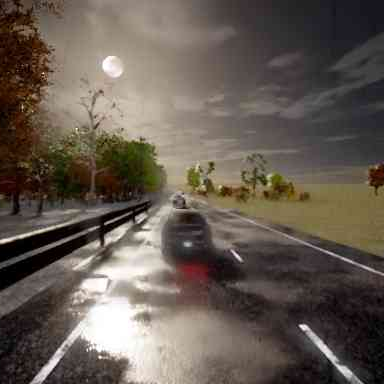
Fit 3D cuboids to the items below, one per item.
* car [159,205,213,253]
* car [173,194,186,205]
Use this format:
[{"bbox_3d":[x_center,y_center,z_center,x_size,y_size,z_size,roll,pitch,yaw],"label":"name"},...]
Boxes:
[{"bbox_3d":[-0.251,1.504,13.583,1.837,1.490,4.892,0,0,-3],"label":"car"},{"bbox_3d":[-1.857,1.470,49.512,2.128,1.511,4.902,0,0,-3],"label":"car"}]
